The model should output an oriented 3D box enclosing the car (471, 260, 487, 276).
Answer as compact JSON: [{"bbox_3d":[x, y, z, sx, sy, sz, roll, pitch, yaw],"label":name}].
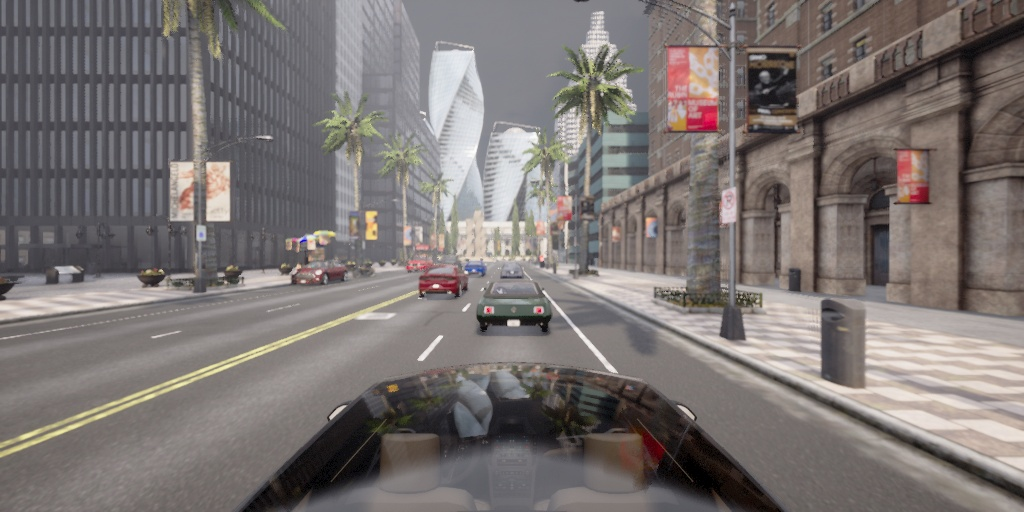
[{"bbox_3d":[-3.582,1.193,35.944,1.882,1.535,5.008,0,0,-1],"label":"car"}]

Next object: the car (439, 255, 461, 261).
[{"bbox_3d":[-7.354,0.929,42.668,2.150,2.045,5.566,0,0,-1],"label":"car"}]

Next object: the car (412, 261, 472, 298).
[{"bbox_3d":[-3.415,1.210,18.565,1.882,1.535,5.008,0,0,0],"label":"car"}]

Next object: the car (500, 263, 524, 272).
[{"bbox_3d":[-0.012,1.270,29.309,2.033,1.411,5.357,0,0,0],"label":"car"}]

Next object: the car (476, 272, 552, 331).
[{"bbox_3d":[0.065,1.342,10.934,1.895,1.301,4.718,0,0,0],"label":"car"}]

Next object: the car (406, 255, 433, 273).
[{"bbox_3d":[-10.855,0.929,42.645,2.150,2.045,5.566,0,0,-1],"label":"car"}]
